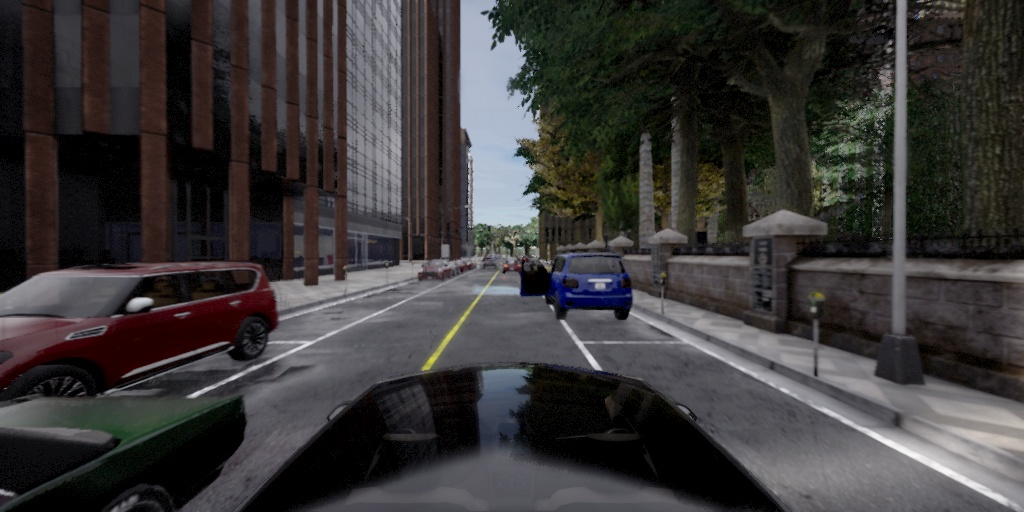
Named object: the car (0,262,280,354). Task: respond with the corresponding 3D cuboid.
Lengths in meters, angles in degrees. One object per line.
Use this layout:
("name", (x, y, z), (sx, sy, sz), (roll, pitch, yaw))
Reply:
("car", (-5.764, 1.037, 5.379), (2.192, 1.841, 5.009), (0, 0, 0))

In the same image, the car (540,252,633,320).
("car", (2.389, 0.892, 12.415), (2.150, 2.045, 5.566), (0, 0, 0))

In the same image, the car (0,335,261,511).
("car", (-3.100, 1.358, 0.677), (1.895, 1.301, 4.718), (0, 0, 0))

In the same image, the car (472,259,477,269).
("car", (-5.786, 0.888, 43.578), (1.967, 1.591, 4.097), (0, 0, 0))

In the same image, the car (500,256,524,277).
("car", (0.028, 1.029, 35.900), (1.812, 1.442, 4.674), (0, 0, 1))

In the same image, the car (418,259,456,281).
("car", (-5.776, 1.004, 27.207), (1.967, 1.591, 4.097), (0, 0, 0))

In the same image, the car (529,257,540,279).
("car", (2.746, 1.051, 32.841), (1.751, 1.417, 4.829), (0, 0, 0))

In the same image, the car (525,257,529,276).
("car", (2.743, 1.053, 38.127), (1.948, 1.339, 4.313), (0, 0, 0))

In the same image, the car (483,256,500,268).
("car", (-3.036, 1.004, 50.204), (1.895, 1.301, 4.718), (0, 0, 0))

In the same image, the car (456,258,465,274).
("car", (-5.779, 1.076, 32.664), (2.007, 1.370, 4.403), (0, 0, 0))

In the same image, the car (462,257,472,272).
("car", (-5.783, 1.032, 38.121), (1.888, 1.381, 4.507), (0, 0, 0))
